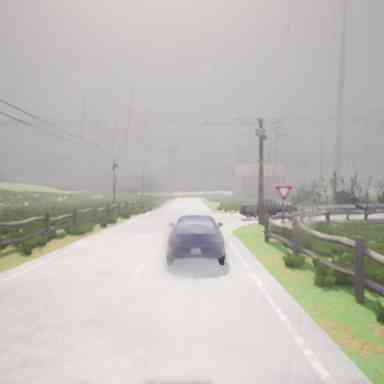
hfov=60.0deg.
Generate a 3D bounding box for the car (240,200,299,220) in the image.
[{"bbox_3d":[6.322,1.389,27.003,4.902,1.511,2.128,-1,-1,-14],"label":"car"}]

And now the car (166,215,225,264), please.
[{"bbox_3d":[0.138,1.522,11.748,1.812,1.442,4.674,0,0,1],"label":"car"}]
